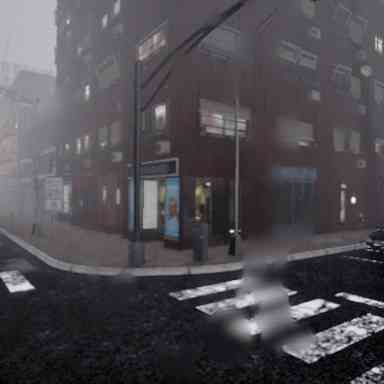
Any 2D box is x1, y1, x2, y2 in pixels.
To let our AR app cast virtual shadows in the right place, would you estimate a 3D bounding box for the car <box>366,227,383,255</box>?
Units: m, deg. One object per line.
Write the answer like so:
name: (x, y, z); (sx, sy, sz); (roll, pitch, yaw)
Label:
car: (8.198, 1.651, 12.421); (4.403, 1.369, 2.008); (1, 0, -36)
